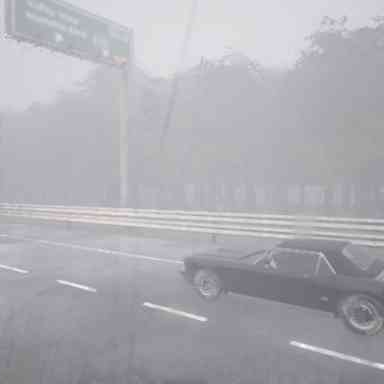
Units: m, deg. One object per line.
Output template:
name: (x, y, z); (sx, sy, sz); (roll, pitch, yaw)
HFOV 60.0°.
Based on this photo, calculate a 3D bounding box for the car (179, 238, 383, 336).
car: (2.060, 1.602, 6.694); (4.718, 1.301, 1.895); (0, 0, 35)
